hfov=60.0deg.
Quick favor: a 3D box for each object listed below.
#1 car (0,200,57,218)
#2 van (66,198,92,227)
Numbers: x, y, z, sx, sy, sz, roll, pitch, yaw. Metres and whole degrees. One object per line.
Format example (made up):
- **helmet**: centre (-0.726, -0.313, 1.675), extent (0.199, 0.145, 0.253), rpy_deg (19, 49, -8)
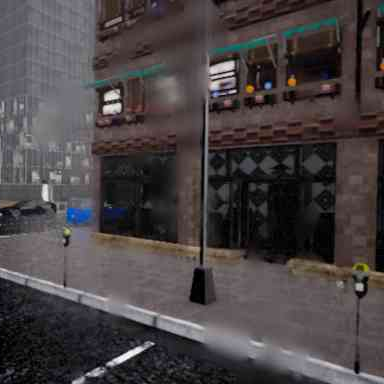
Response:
- **car**: centre (-13.155, 1.306, 26.976), extent (1.947, 1.339, 4.313), rpy_deg (2, 1, 35)
- **van**: centre (-6.321, 1.257, 22.118), extent (1.690, 1.788, 3.998), rpy_deg (2, 1, 35)
